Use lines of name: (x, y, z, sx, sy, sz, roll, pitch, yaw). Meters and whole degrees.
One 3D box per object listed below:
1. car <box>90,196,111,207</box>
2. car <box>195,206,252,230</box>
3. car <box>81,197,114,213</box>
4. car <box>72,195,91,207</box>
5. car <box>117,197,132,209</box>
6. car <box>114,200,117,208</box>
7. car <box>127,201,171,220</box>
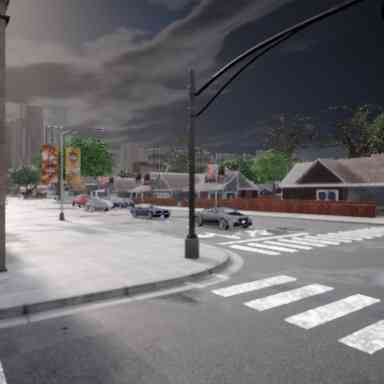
car: (-16.163, 1.682, 58.789, 2.097, 1.767, 4.553, 0, 0, -35)
car: (1.964, 1.657, 21.879, 1.994, 1.385, 4.181, 0, 0, -36)
car: (-11.866, 1.742, 41.379, 1.837, 1.490, 4.892, 0, 0, -35)
car: (-18.848, 1.554, 56.957, 2.150, 2.045, 5.566, 0, 0, -35)
car: (-10.636, 1.629, 51.019, 2.097, 1.767, 4.553, 0, 0, -35)
car: (-13.124, 1.803, 48.961, 1.812, 1.442, 4.674, 0, 0, -35)
car: (-3.786, 1.755, 29.970, 1.895, 1.301, 4.718, 0, 0, -35)
